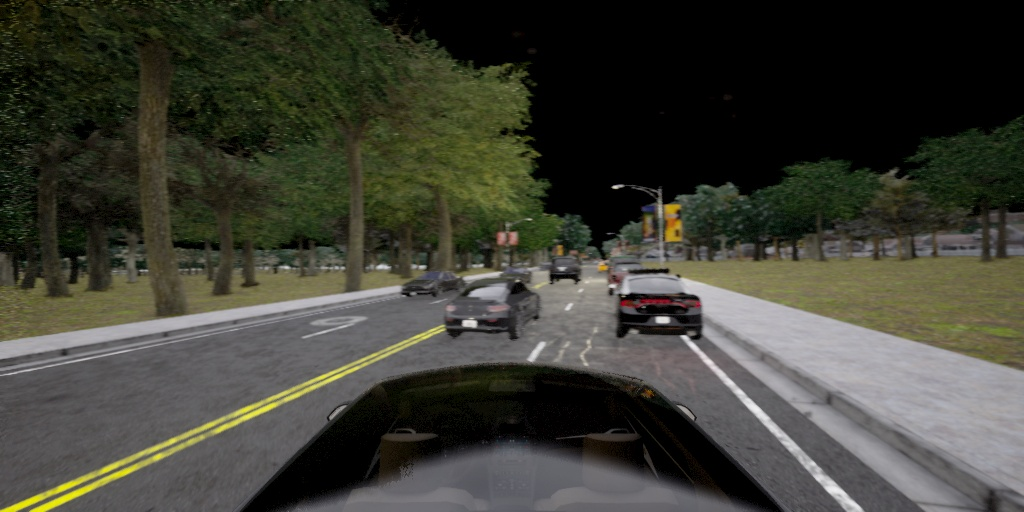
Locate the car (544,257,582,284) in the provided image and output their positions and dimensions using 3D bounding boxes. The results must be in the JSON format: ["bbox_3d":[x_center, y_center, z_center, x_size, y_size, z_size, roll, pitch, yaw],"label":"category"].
[{"bbox_3d":[4.265,1.100,28.233,2.150,2.045,5.566,-2,-1,15],"label":"car"}]

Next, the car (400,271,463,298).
[{"bbox_3d":[-4.462,1.579,21.230,2.033,1.411,5.357,-2,-1,15],"label":"car"}]

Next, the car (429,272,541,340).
[{"bbox_3d":[-0.377,1.359,10.303,1.812,1.442,4.674,-2,-1,15],"label":"car"}]

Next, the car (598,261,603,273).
[{"bbox_3d":[11.998,1.344,45.417,1.882,1.535,5.008,-2,0,15],"label":"car"}]

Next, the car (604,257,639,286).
[{"bbox_3d":[6.294,1.100,19.621,2.097,1.767,4.553,-2,-1,15],"label":"car"}]

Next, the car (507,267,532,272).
[{"bbox_3d":[0.316,1.510,26.708,2.033,1.411,5.357,-2,-1,15],"label":"car"}]

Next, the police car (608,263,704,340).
[{"bbox_3d":[3.821,1.152,10.075,1.930,1.638,5.238,-2,-1,15],"label":"police car"}]

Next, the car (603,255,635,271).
[{"bbox_3d":[7.813,0.990,25.488,2.150,2.045,5.566,-2,-1,15],"label":"car"}]

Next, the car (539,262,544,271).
[{"bbox_3d":[5.894,1.738,60.943,2.033,1.411,5.357,-2,-1,15],"label":"car"}]
